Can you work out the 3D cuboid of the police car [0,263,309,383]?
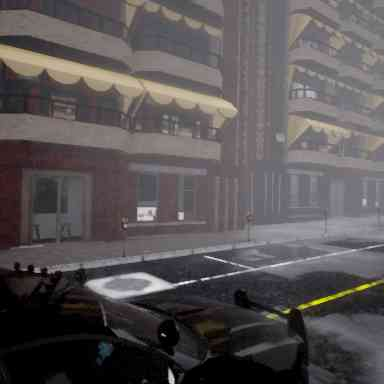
[{"bbox_3d":[-1.098,1.425,2.497,5.238,1.638,1.930,0,0,-35],"label":"police car"}]
